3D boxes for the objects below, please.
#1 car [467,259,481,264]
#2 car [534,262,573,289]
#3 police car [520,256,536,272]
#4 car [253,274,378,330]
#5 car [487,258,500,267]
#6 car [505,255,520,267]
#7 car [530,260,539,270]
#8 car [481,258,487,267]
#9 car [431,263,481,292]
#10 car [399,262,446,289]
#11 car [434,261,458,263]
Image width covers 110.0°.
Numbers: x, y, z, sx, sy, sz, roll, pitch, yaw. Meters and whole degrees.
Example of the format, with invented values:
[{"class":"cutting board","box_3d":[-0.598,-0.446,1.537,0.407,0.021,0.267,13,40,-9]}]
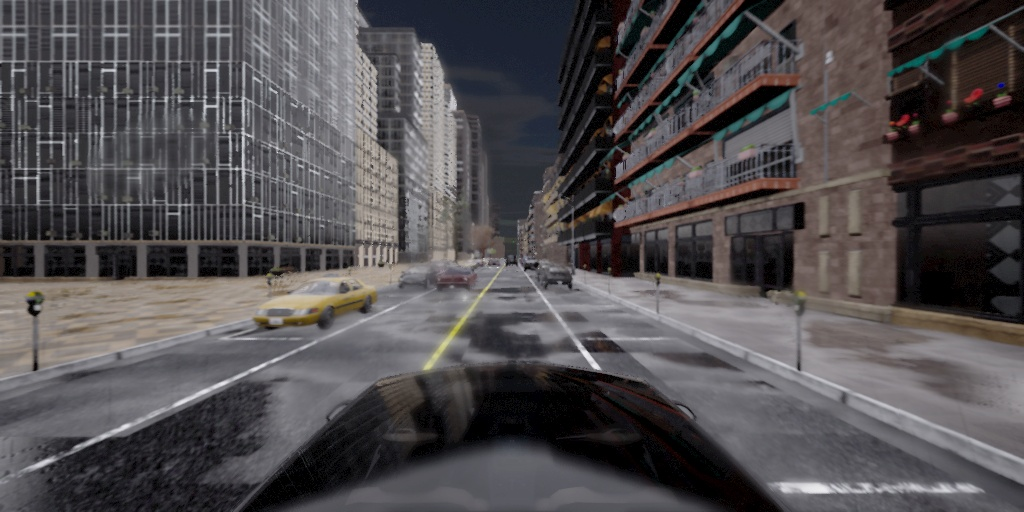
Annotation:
[{"class":"car","box_3d":[-5.707,1.153,49.791,1.751,1.417,4.829,0,0,0]},{"class":"car","box_3d":[2.683,1.243,22.301,2.007,1.370,4.403,0,0,0]},{"class":"police car","box_3d":[2.352,1.066,43.208,1.930,1.638,5.238,0,0,0]},{"class":"car","box_3d":[-5.694,1.248,11.063,1.751,1.417,4.829,0,0,0]},{"class":"car","box_3d":[-3.049,1.166,62.619,1.994,1.385,4.181,0,0,1]},{"class":"car","box_3d":[-0.019,0.821,62.440,2.150,2.045,5.566,0,0,0]},{"class":"car","box_3d":[2.681,1.229,27.834,2.007,1.370,4.403,0,0,0]},{"class":"car","box_3d":[-5.711,1.188,61.027,1.802,1.307,4.207,0,0,0]},{"class":"car","box_3d":[-3.105,1.298,20.859,1.895,1.301,4.718,0,0,0]},{"class":"car","box_3d":[-5.698,1.244,22.299,2.007,1.370,4.403,0,0,0]},{"class":"car","box_3d":[-5.700,1.118,27.832,1.967,1.591,4.097,0,0,0]}]
